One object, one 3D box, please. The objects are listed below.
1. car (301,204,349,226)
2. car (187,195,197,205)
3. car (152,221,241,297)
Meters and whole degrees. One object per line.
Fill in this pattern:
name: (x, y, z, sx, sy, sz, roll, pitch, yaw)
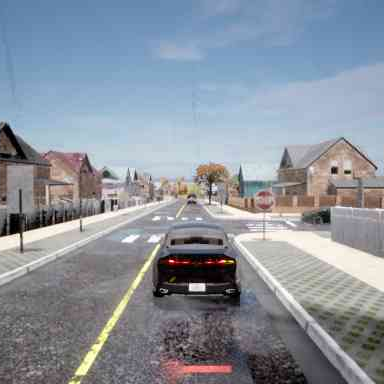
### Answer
car: (9.751, 1.576, 23.083, 4.181, 1.385, 1.994, 1, 2, 7)
car: (-0.058, 1.851, 65.885, 1.895, 1.301, 4.718, 0, 0, 0)
car: (0.109, 1.504, 8.531, 1.837, 1.490, 4.892, 0, 0, 0)
